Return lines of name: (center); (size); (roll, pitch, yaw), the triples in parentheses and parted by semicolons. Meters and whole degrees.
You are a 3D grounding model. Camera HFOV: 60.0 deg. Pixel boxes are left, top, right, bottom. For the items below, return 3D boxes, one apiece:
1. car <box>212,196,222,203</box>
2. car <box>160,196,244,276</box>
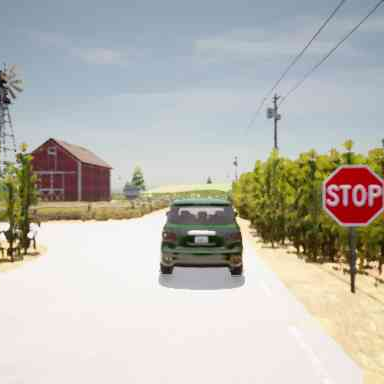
car: (5.029, 1.448, 67.154); (1.994, 1.385, 4.181); (0, 0, 5)
car: (0.298, 1.203, 10.444); (2.150, 2.045, 5.566); (0, 0, 2)
